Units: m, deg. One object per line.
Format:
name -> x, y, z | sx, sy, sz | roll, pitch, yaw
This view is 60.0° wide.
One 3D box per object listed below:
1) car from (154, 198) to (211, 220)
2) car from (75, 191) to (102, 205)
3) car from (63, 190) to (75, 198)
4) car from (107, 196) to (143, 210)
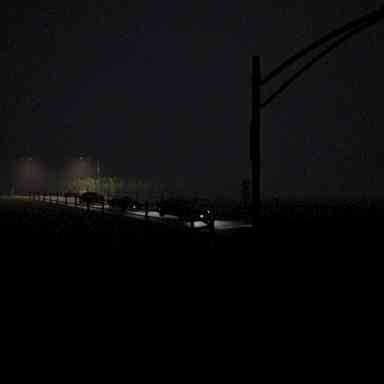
car -> -0.855, 1.180, 24.361 | 2.033, 1.411, 5.357 | 0, 1, -35
car -> -12.453, 0.743, 41.068 | 1.882, 1.535, 5.008 | 0, 1, -35
car -> -22.525, 0.355, 62.016 | 1.882, 1.535, 5.008 | 0, 1, -35
car -> -6.591, 1.051, 32.613 | 1.895, 1.301, 4.718 | 0, 1, -35
